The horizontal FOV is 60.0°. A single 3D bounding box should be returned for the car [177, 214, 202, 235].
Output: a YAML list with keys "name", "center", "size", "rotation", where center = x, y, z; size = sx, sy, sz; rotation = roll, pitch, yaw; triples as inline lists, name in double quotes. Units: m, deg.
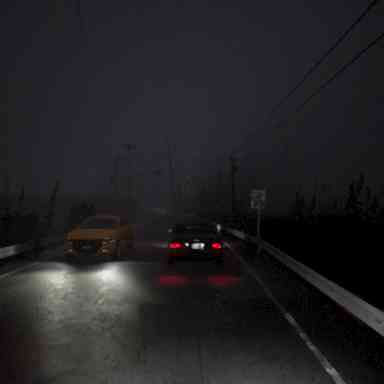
- name: "car"
  center: [-0.217, 2.487, 25.936]
  size: [1.812, 1.442, 4.674]
  rotation: [0, -5, -1]

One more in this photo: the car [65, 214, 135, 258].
- name: "car"
  center: [-3.617, 1.708, 13.779]
  size: [1.882, 1.535, 5.008]
  rotation: [0, -2, -1]

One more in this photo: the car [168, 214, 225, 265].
- name: "car"
  center: [0.097, 1.723, 12.280]
  size: [2.033, 1.411, 5.357]
  rotation: [0, -2, -1]
